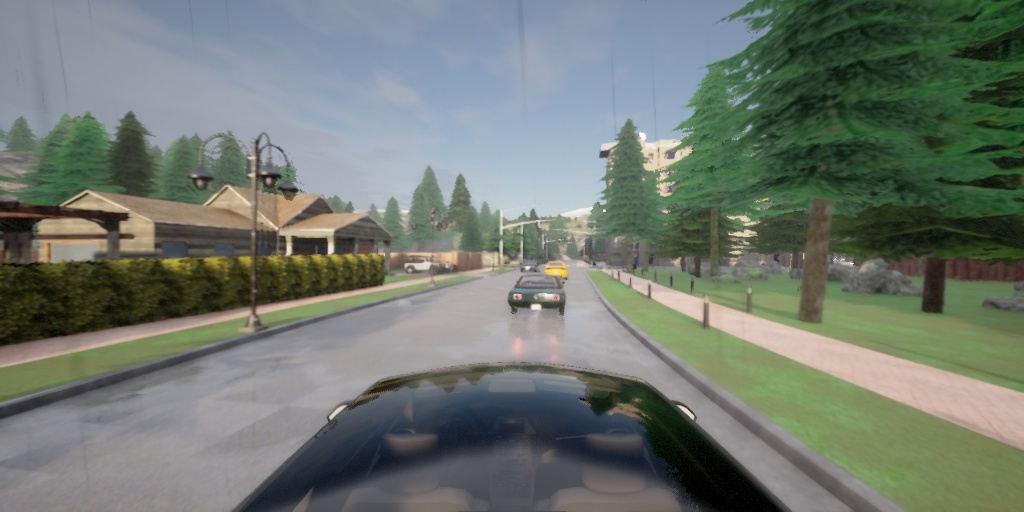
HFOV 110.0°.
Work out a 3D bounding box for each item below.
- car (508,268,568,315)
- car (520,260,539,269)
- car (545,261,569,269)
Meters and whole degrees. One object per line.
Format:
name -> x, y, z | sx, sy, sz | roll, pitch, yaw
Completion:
car -> 1.065, 1.333, 13.556 | 1.895, 1.301, 4.718 | 0, 0, 7
car -> 2.131, 1.190, 42.227 | 2.128, 1.511, 4.902 | 0, 0, 10
car -> 3.884, 1.196, 31.079 | 1.882, 1.535, 5.008 | 0, 0, 10
